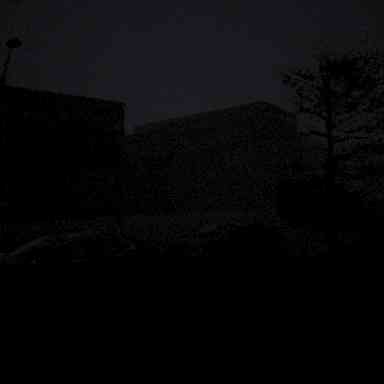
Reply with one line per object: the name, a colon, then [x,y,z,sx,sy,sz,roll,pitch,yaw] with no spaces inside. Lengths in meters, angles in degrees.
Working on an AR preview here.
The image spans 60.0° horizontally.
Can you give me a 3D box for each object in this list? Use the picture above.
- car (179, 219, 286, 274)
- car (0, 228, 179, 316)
car: [1.339,1.718,11.680,4.892,1.521,2.231,1,2,-38]
car: [-3.044,1.693,8.208,4.892,1.521,2.231,1,2,-38]
